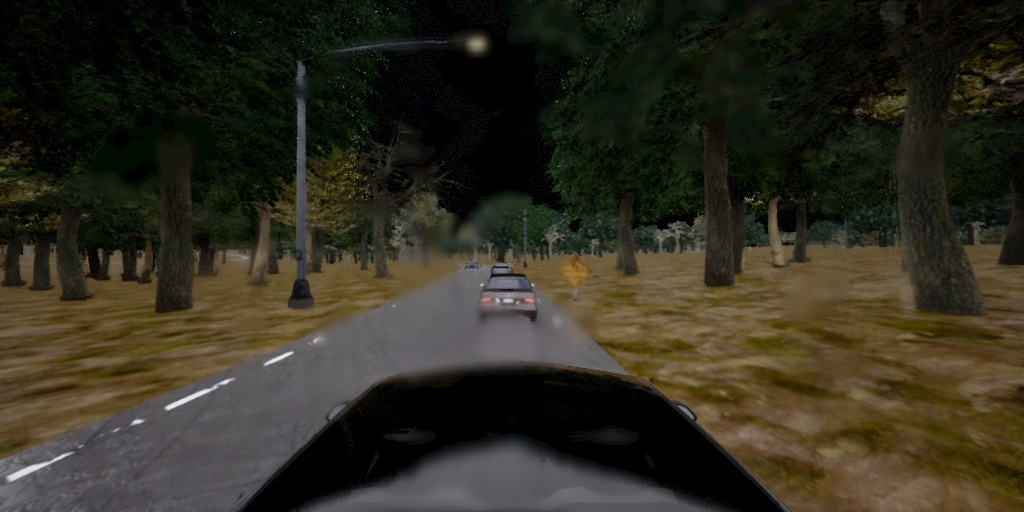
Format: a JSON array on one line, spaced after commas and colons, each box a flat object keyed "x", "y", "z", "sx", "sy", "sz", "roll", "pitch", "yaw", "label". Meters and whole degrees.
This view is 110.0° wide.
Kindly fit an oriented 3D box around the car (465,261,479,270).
[{"x": -6.198, "y": 1.386, "z": 55.658, "sx": 1.994, "sy": 1.385, "sz": 4.181, "roll": 0, "pitch": 0, "yaw": -6, "label": "car"}]

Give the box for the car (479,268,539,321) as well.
[{"x": -0.123, "y": 1.299, "z": 12.452, "sx": 2.033, "sy": 1.411, "sz": 5.357, "roll": 0, "pitch": 0, "yaw": -1, "label": "car"}]

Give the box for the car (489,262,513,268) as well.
[{"x": -0.922, "y": 1.255, "z": 31.271, "sx": 2.128, "sy": 1.511, "sz": 4.902, "roll": 0, "pitch": 0, "yaw": -3, "label": "car"}]

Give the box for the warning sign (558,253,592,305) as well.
[{"x": 2.470, "y": 0.868, "z": 13.799, "sx": 1.300, "sy": 1.860, "sz": 1.060, "roll": 0, "pitch": 0, "yaw": -2, "label": "warning sign"}]
